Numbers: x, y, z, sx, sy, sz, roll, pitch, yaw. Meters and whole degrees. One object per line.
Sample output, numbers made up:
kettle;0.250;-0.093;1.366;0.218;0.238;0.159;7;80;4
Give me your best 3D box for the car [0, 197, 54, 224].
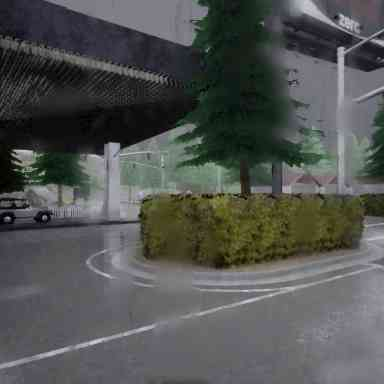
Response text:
car;-11.982;1.313;23.468;3.866;1.878;1.905;0;0;-36
